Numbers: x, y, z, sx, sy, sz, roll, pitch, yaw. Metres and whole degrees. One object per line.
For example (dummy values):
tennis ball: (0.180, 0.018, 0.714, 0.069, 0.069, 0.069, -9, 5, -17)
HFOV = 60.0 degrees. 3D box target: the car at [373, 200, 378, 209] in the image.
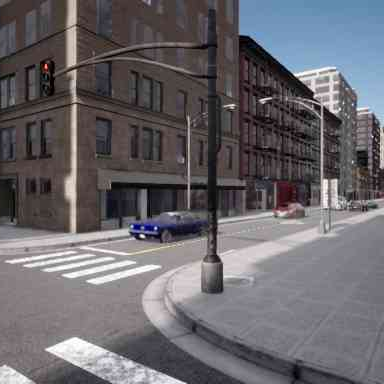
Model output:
car: (27.789, 1.904, 52.034, 1.994, 1.385, 4.181, 0, 0, 35)

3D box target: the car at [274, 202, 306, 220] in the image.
car: (9.212, 1.717, 31.030, 1.812, 1.442, 4.674, 0, 0, 35)

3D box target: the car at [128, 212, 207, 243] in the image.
car: (-0.956, 1.690, 16.730, 1.895, 1.301, 4.718, 0, 0, 35)

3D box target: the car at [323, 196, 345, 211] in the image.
car: (19.795, 1.600, 45.724, 2.150, 2.045, 5.566, 0, 0, 35)

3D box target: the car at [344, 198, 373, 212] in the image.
car: (22.035, 1.781, 43.957, 2.128, 1.511, 4.902, 0, 0, 36)
